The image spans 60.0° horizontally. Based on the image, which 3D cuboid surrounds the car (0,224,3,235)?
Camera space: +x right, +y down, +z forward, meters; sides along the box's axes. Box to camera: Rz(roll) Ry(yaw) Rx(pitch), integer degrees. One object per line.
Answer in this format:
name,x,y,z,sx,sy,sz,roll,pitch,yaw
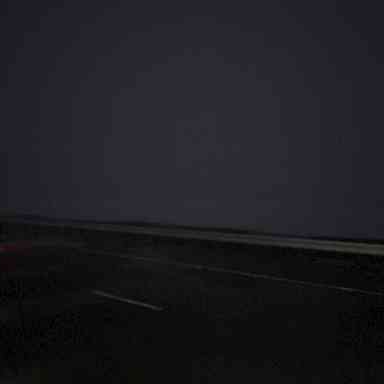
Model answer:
car,-11.431,1.763,16.546,4.718,1.301,1.895,-1,0,36
